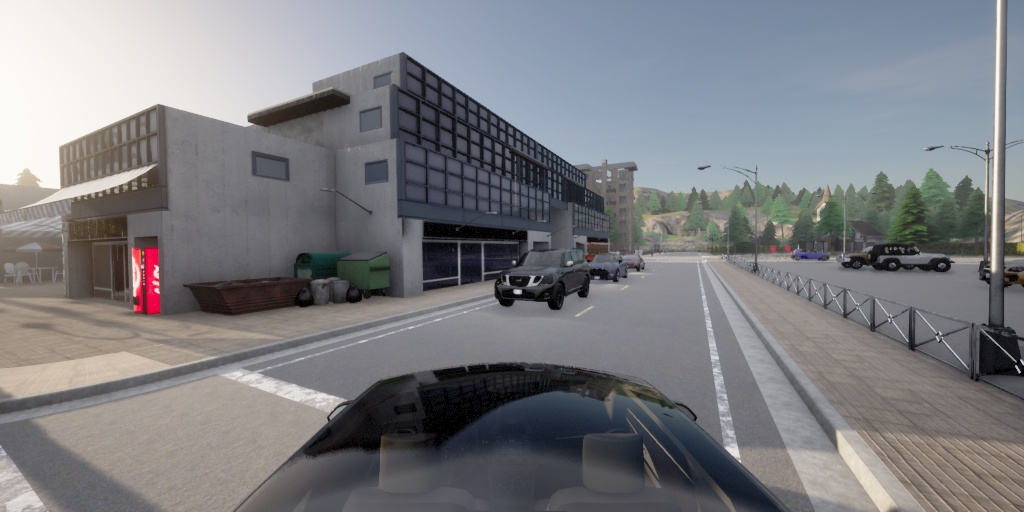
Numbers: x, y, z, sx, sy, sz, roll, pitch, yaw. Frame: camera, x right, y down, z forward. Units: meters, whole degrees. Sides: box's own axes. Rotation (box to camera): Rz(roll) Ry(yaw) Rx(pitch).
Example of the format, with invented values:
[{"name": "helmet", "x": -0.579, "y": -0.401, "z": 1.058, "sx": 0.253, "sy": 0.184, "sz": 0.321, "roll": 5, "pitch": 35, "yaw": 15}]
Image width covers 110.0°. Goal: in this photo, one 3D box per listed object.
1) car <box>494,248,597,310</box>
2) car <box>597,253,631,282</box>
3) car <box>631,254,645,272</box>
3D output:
[{"name": "car", "x": 1.429, "y": 0.725, "z": 13.860, "sx": 2.150, "sy": 2.045, "sz": 5.566, "roll": 0, "pitch": 1, "yaw": 27}, {"name": "car", "x": 5.904, "y": 0.619, "z": 22.620, "sx": 2.097, "sy": 1.767, "sz": 4.553, "roll": 0, "pitch": 1, "yaw": 27}, {"name": "car", "x": 10.563, "y": 0.547, "z": 31.730, "sx": 1.812, "sy": 1.442, "sz": 4.674, "roll": 0, "pitch": 1, "yaw": 27}]
